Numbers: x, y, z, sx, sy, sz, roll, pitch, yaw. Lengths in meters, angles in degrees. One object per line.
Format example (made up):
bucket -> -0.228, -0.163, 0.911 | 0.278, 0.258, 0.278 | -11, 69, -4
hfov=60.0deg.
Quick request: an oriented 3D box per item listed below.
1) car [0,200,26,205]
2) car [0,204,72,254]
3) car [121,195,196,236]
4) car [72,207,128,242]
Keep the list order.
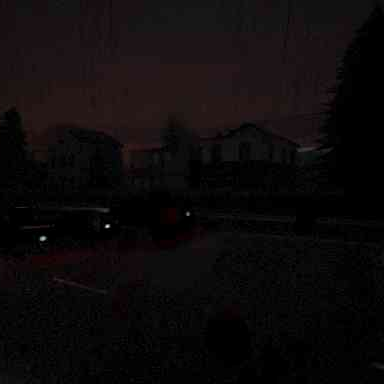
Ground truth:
car -> -15.504, 1.439, 27.877 | 4.902, 1.511, 2.128 | 0, 0, 36
car -> -7.359, 1.467, 13.472 | 4.902, 1.511, 2.128 | 0, 0, 36
car -> -2.366, 1.200, 18.496 | 5.566, 2.045, 2.150 | 0, 0, 36
car -> -5.509, 1.539, 16.455 | 4.181, 1.385, 1.994 | 0, 0, 36
